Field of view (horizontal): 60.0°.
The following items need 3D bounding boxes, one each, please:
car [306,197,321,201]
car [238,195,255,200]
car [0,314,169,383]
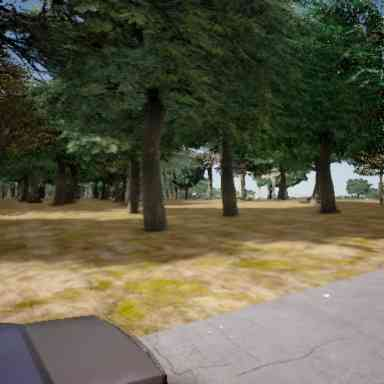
[{"bbox_3d":[31.733,1.629,84.940,4.892,1.490,1.837,0,-2,43],"label":"car"},{"bbox_3d":[15.378,1.454,94.360,4.674,1.442,1.812,0,-2,29],"label":"car"},{"bbox_3d":[-2.591,1.552,1.527,5.357,1.411,2.033,0,0,-36],"label":"car"}]
